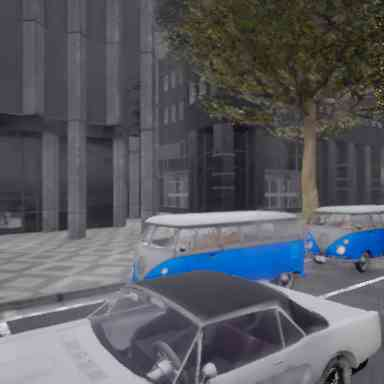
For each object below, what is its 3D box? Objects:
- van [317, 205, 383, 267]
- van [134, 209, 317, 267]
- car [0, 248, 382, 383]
[{"bbox_3d":[5.257,1.317,10.390,3.998,1.788,1.690,0,0,-35],"label":"van"},{"bbox_3d":[0.682,1.330,7.130,3.998,1.788,1.690,0,0,-35],"label":"van"},{"bbox_3d":[-0.212,1.597,3.225,4.718,1.301,1.895,0,0,-35],"label":"car"}]
